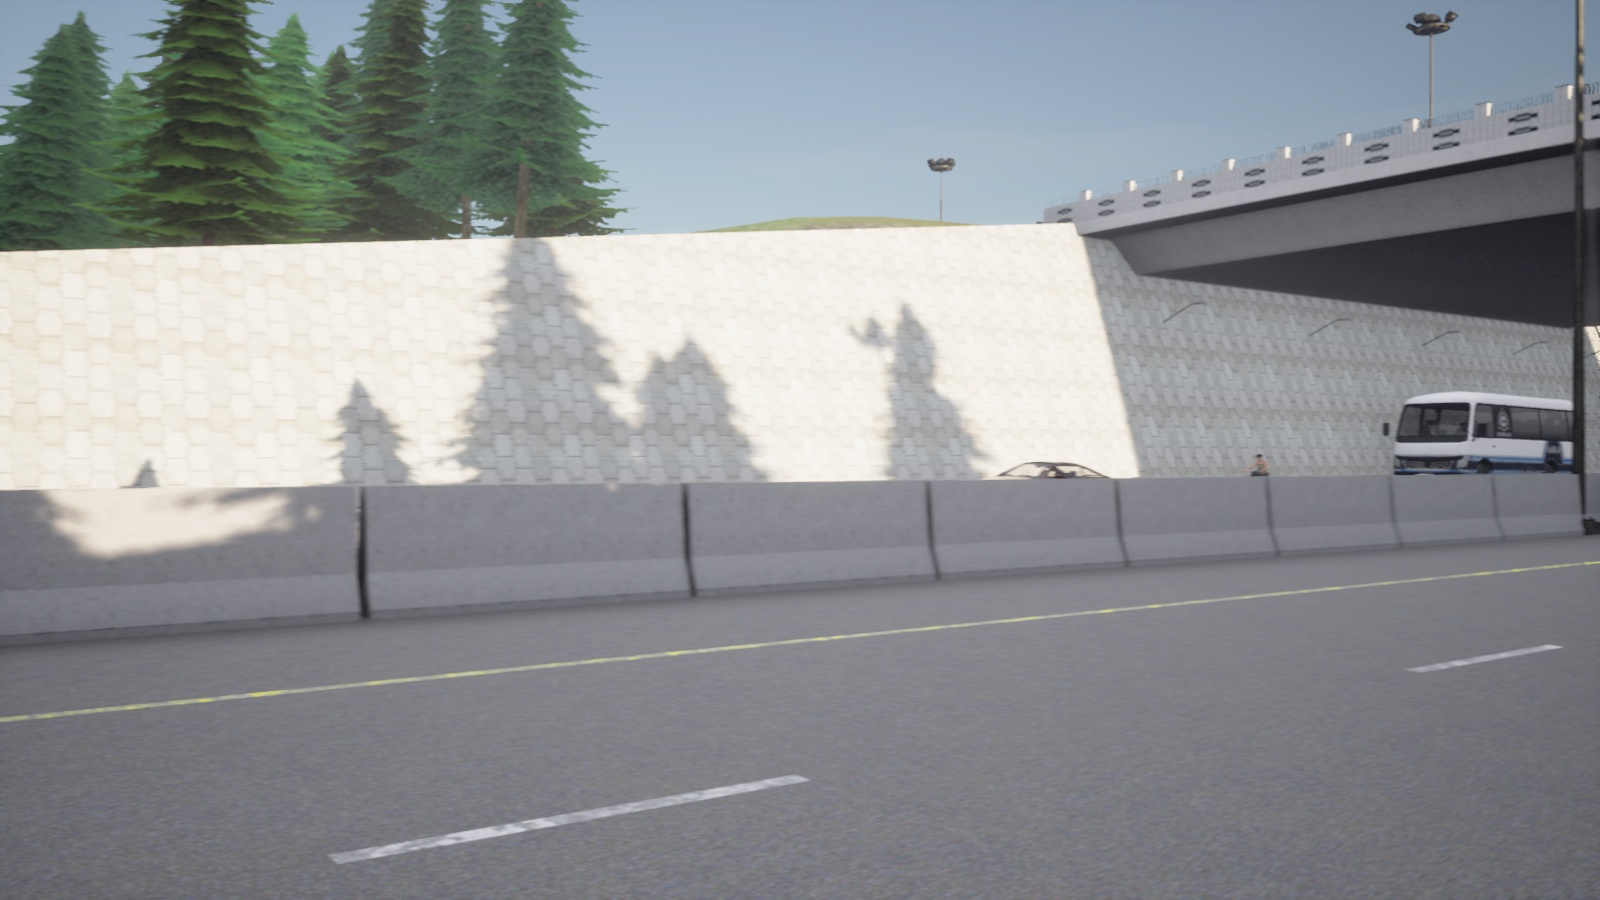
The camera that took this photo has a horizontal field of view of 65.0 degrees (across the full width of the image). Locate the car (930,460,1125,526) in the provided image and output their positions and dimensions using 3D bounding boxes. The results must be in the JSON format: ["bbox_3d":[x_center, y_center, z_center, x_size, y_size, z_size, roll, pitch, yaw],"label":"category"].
[{"bbox_3d":[5.213,0.923,28.607,4.181,1.385,1.994,0,0,-35],"label":"car"}]

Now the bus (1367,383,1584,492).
[{"bbox_3d":[28.991,-0.414,53.688,10.273,4.253,3.944,1,-1,-35],"label":"bus"}]
